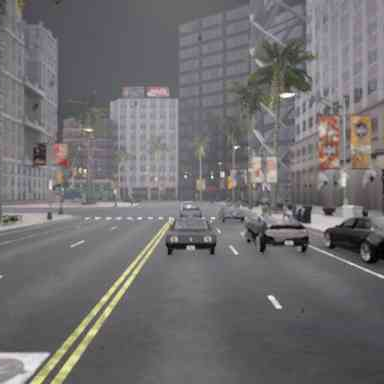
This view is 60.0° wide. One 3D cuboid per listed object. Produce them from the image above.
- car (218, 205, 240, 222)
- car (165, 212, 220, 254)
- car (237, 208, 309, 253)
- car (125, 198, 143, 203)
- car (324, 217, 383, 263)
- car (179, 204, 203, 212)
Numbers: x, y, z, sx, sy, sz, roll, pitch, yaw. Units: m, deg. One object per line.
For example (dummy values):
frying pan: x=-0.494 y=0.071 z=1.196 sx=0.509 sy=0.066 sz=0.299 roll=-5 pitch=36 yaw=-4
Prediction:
car: x=3.387 y=1.820 z=28.985 sx=2.033 sy=1.411 sz=5.357 roll=0 pitch=-1 yaw=0
car: x=-0.040 y=1.734 z=14.084 sx=1.895 sy=1.301 sz=4.718 roll=0 pitch=0 yaw=0
car: x=3.461 y=1.627 z=14.292 sx=2.128 sy=1.511 sz=4.902 roll=0 pitch=0 yaw=0
car: x=-16.795 y=2.415 z=93.245 sx=2.033 sy=1.411 sz=5.357 roll=1 pitch=-1 yaw=-45
car: x=6.656 y=1.630 z=12.406 sx=2.161 sy=1.482 sz=4.786 roll=0 pitch=-1 yaw=-1
car: x=-0.110 y=1.768 z=29.271 sx=2.128 sy=1.511 sz=4.902 roll=0 pitch=0 yaw=0
